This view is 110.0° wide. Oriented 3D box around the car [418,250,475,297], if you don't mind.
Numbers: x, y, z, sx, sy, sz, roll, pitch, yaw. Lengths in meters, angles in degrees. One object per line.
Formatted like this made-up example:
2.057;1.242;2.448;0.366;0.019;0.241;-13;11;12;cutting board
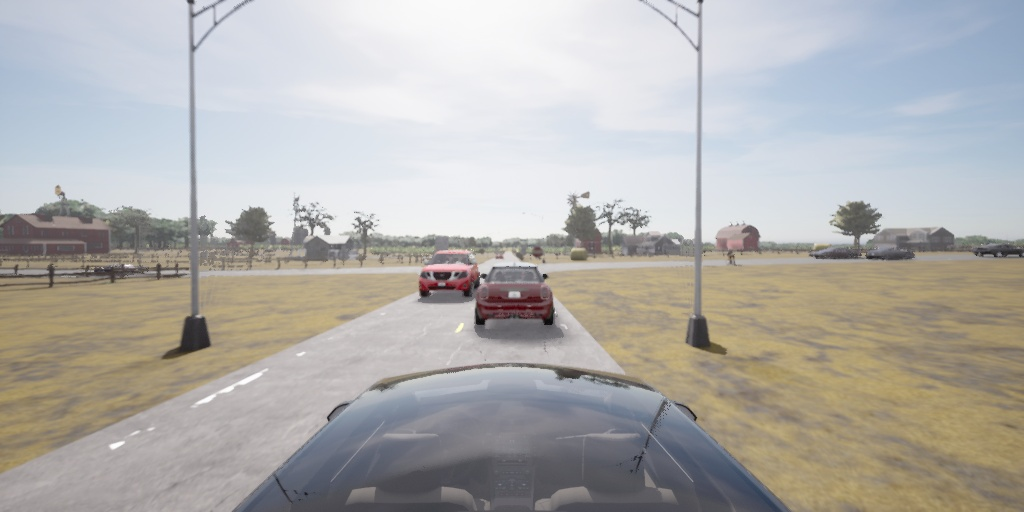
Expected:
-2.829;0.732;17.236;2.150;2.045;5.566;0;1;0;car

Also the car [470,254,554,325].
0.080;0.956;11.236;2.097;1.767;4.553;0;1;0;car

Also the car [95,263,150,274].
-44.866;1.517;41.431;4.718;1.301;1.895;0;2;0;car

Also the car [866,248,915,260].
43.818;-0.285;41.539;4.181;1.385;1.994;-1;2;0;car

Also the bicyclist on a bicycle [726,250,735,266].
22.855;0.207;37.545;0.582;1.620;1.656;-1;1;0;bicyclist on a bicycle

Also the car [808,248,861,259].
40.574;-0.355;45.111;5.357;1.411;2.033;-1;2;1;car
